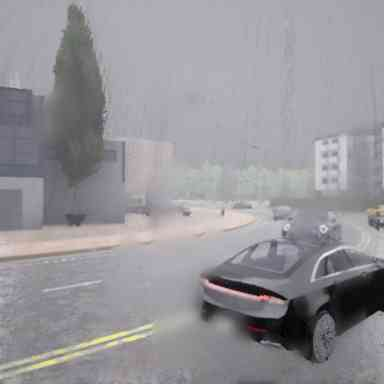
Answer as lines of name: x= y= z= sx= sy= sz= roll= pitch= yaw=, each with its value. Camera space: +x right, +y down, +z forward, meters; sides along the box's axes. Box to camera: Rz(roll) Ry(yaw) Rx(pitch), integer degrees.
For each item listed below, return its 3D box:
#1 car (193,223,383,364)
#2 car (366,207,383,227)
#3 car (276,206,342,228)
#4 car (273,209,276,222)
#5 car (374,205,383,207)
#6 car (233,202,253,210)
car: x=2.216 y=1.593 z=6.104 sx=4.902 sy=1.511 sz=2.128 roll=1 pitch=-1 yaw=-43
car: x=14.099 y=2.027 z=24.199 sx=1.895 sy=1.301 sz=4.718 roll=0 pitch=-1 yaw=20
car: x=5.991 y=1.617 z=16.310 sx=2.097 sy=1.767 sz=4.553 roll=0 pitch=-1 yaw=32
car: x=8.578 y=2.010 z=30.987 sx=1.812 sy=1.442 sz=4.674 roll=0 pitch=-1 yaw=12
car: x=19.857 y=2.085 z=34.641 sx=1.882 sy=1.535 sz=5.008 roll=0 pitch=-1 yaw=7
car: x=8.859 y=2.427 z=58.249 sx=1.994 sy=1.385 sz=4.181 roll=1 pitch=-1 yaw=-23
